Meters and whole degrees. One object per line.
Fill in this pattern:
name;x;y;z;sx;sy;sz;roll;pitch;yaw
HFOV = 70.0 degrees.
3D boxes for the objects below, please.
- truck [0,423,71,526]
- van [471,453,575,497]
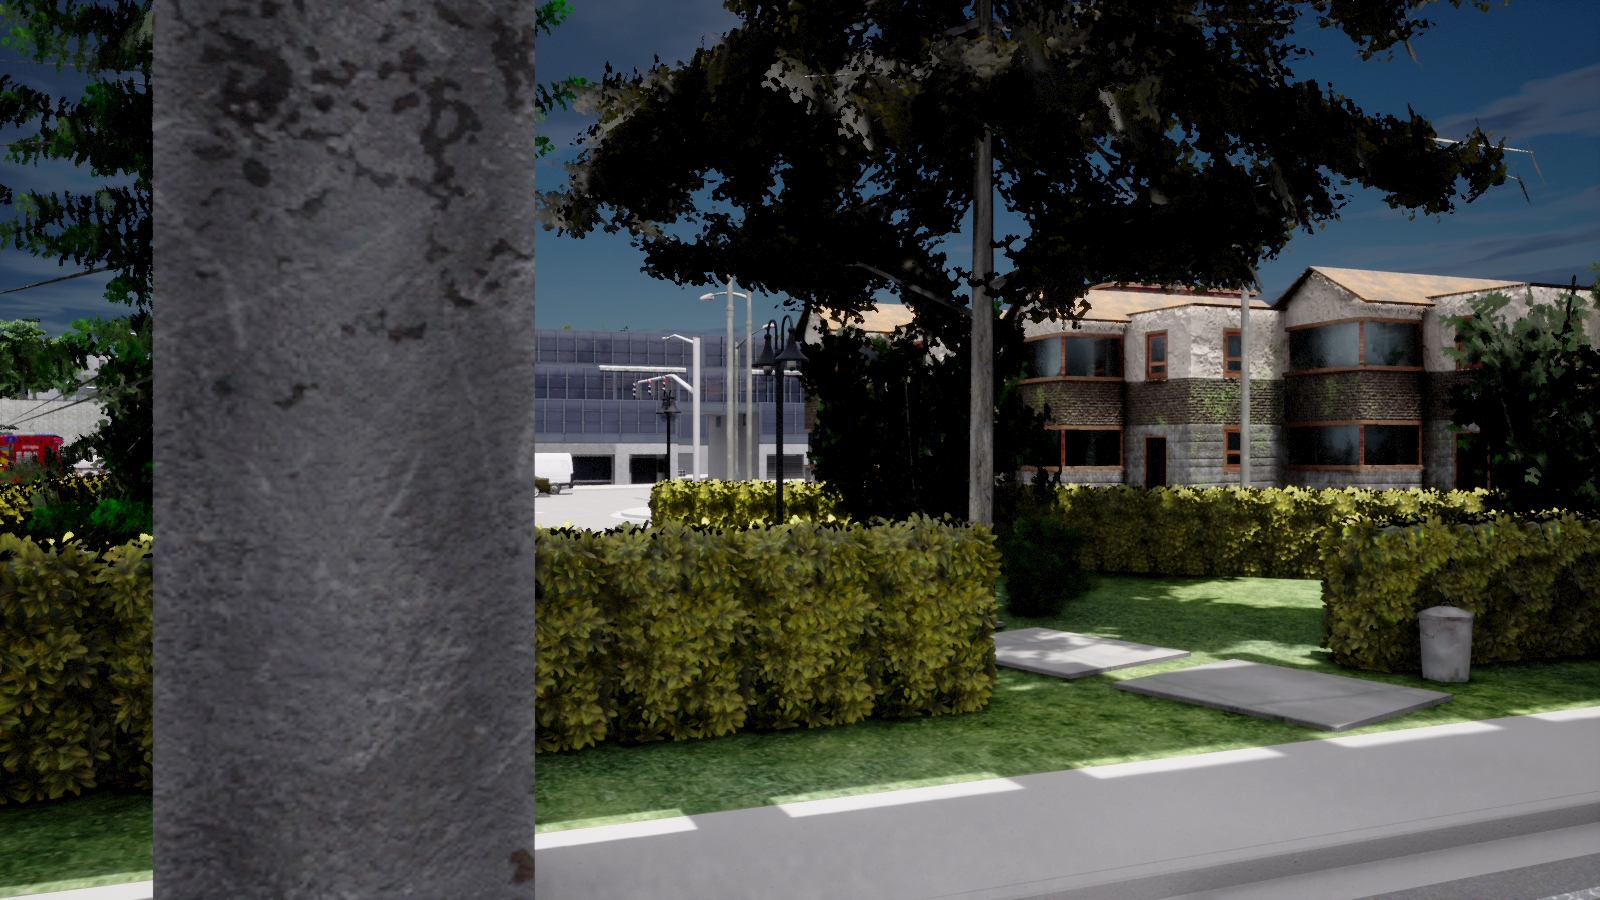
truck;-32.118;0.903;46.128;2.891;3.827;8.468;0;0;-21
van;-16.823;1.478;69.483;5.915;2.561;1.988;0;0;-21
